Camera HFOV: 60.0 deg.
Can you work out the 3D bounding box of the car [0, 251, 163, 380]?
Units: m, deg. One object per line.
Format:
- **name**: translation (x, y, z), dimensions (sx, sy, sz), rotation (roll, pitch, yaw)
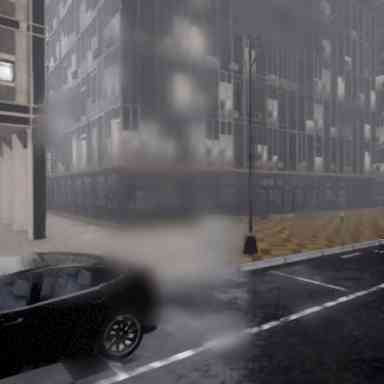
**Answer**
- **car**: translation (-2.433, 1.564, 4.368), dimensions (4.313, 1.339, 1.947), rotation (0, 0, -36)
